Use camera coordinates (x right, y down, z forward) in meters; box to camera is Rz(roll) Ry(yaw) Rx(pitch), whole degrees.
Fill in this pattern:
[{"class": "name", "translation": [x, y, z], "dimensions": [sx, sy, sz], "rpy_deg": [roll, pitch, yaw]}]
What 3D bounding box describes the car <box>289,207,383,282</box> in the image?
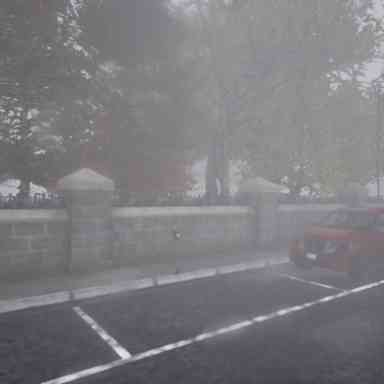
[{"class": "car", "translation": [5.220, 1.410, 10.278], "dimensions": [5.009, 1.841, 2.192], "rpy_deg": [1, 0, -35]}]
